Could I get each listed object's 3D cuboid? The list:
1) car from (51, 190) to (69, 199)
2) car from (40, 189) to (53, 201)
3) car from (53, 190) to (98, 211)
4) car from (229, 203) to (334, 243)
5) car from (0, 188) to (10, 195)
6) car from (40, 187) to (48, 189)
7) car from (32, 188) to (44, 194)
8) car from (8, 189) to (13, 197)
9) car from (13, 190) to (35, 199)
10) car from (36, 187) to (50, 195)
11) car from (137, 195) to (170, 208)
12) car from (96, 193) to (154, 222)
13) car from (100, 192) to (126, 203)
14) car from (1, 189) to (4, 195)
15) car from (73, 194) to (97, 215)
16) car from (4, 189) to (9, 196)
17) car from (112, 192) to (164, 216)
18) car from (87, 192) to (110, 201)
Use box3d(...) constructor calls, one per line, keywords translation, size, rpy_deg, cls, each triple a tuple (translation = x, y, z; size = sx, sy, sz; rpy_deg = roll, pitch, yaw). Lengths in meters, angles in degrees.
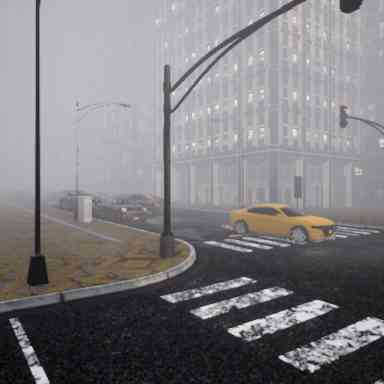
box3d(translation=(-23.044, 0.393, 58.042), size=(1.812, 1.442, 4.674), rpy_deg=(0, 1, -36), cls="car")
box3d(translation=(-20.455, 0.641, 49.088), size=(2.033, 1.411, 5.357), rpy_deg=(0, 1, -36), cls="car")
box3d(translation=(-11.043, 0.738, 31.323), size=(2.192, 1.841, 5.009), rpy_deg=(1, 0, -36), cls="car")
box3d(translation=(4.004, 1.316, 15.484), size=(1.882, 1.535, 5.008), rpy_deg=(0, 1, -42), cls="car")
box3d(translation=(-43.460, -0.103, 76.675), size=(1.887, 1.381, 4.507), rpy_deg=(1, 0, -36), cls="car")
box3d(translation=(-33.448, -0.002, 77.078), size=(1.887, 1.381, 4.507), rpy_deg=(1, 0, -36), cls="car")
box3d(translation=(-39.933, -0.195, 86.152), size=(1.947, 1.339, 4.313), rpy_deg=(1, 0, -36), cls="car")
box3d(translation=(-30.495, 0.330, 58.535), size=(2.008, 1.369, 4.403), rpy_deg=(1, 0, -36), cls="car")
box3d(translation=(-27.254, 0.431, 53.999), size=(1.887, 1.381, 4.507), rpy_deg=(1, 0, -36), cls="car")
box3d(translation=(-36.684, -0.339, 81.614), size=(2.192, 1.841, 5.009), rpy_deg=(1, 0, -36), cls="car")
box3d(translation=(-4.268, 1.000, 36.247), size=(1.802, 1.307, 4.206), rpy_deg=(1, 0, -36), cls="car")
box3d(translation=(-4.564, 1.078, 22.254), size=(1.967, 1.590, 4.097), rpy_deg=(1, 0, -36), cls="car")
box3d(translation=(-10.850, 0.725, 45.460), size=(1.752, 1.417, 4.829), rpy_deg=(1, 0, -36), cls="car")
box3d(translation=(-36.978, 0.116, 67.605), size=(2.008, 1.369, 4.403), rpy_deg=(1, 0, -36), cls="car")
box3d(translation=(-7.809, 1.112, 26.789), size=(1.802, 1.307, 4.206), rpy_deg=(1, 0, -36), cls="car")
box3d(translation=(-33.736, 0.217, 63.069), size=(1.887, 1.381, 4.507), rpy_deg=(1, 0, -36), cls="car")
box3d(translation=(-4.383, 0.924, 26.429), size=(2.097, 1.767, 4.553), rpy_deg=(0, 1, -36), cls="car")
box3d(translation=(-13.995, 0.662, 49.858), size=(1.947, 1.339, 4.313), rpy_deg=(1, 0, -36), cls="car")
